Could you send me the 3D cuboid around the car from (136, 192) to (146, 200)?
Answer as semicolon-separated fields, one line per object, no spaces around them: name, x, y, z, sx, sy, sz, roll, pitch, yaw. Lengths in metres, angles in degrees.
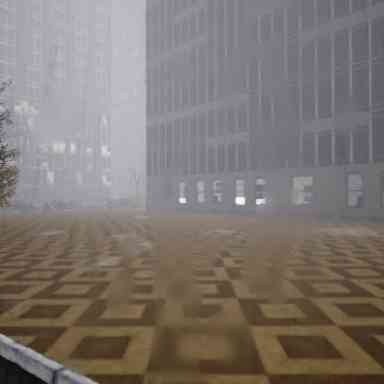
car;-10.190;1.046;70.122;5.566;2.045;2.150;-1;0;-45

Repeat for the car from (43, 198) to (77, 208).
car;-20.811;1.887;51.588;4.313;1.339;1.947;-1;1;-45

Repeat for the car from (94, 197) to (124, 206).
car;-15.191;1.640;60.990;4.902;1.511;2.128;-1;0;-45

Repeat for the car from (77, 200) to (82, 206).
car;-22.670;1.880;61.619;4.507;1.381;1.887;-1;1;-45

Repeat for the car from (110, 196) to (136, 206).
car;-12.746;1.818;59.612;4.206;1.307;1.802;-1;1;-45

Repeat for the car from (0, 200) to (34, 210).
car;-24.828;1.804;47.559;4.097;1.590;1.967;-1;1;-45

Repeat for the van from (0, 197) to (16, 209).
van;-30.861;1.763;53.720;3.998;1.788;1.690;-1;1;-45

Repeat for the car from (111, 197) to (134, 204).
car;-14.553;1.816;69.589;4.313;1.339;1.947;-1;1;-45
